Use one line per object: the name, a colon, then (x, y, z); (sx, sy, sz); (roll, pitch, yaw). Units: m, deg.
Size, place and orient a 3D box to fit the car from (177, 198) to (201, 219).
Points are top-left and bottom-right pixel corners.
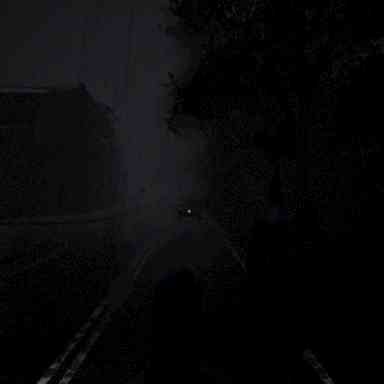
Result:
car: (-0.269, 1.517, 28.782); (1.994, 1.385, 4.181); (0, 0, -1)
